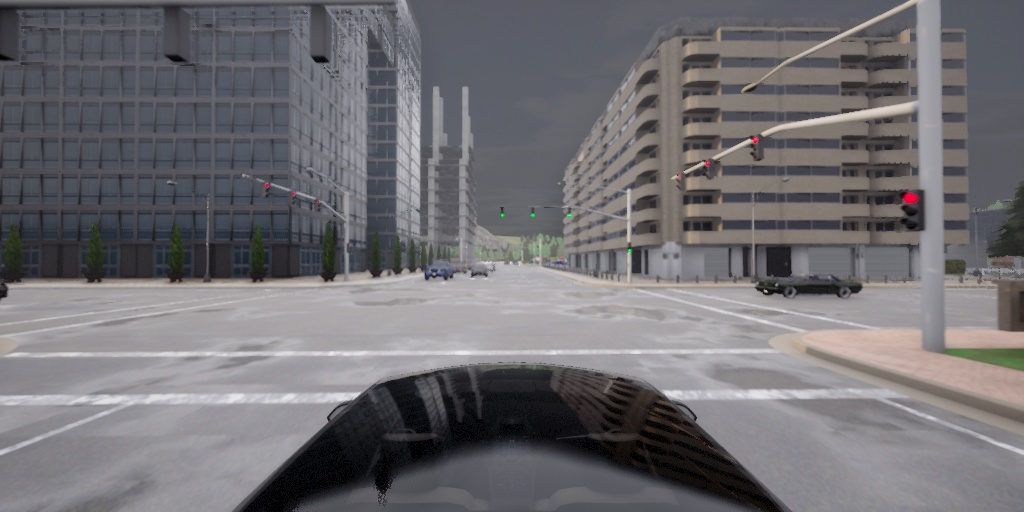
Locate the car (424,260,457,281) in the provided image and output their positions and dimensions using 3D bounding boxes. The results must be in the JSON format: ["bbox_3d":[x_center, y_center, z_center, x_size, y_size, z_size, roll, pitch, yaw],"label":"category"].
[{"bbox_3d":[-7.338,1.395,36.549,2.150,2.045,5.566,0,-1,0],"label":"car"}]

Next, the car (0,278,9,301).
[{"bbox_3d":[-25.693,1.194,15.510,5.566,2.045,2.150,1,-1,-1],"label":"car"}]

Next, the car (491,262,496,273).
[{"bbox_3d":[-3.962,1.955,57.635,1.812,1.442,4.674,0,-1,0],"label":"car"}]

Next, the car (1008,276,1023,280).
[{"bbox_3d":[30.322,1.520,19.899,4.892,1.490,1.837,0,-1,-1],"label":"car"}]

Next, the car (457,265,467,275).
[{"bbox_3d":[-7.420,1.903,50.271,1.994,1.385,4.181,0,-1,0],"label":"car"}]

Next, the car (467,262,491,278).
[{"bbox_3d":[-3.770,1.746,42.195,1.837,1.490,4.892,0,-1,0],"label":"car"}]

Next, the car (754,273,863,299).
[{"bbox_3d":[16.132,1.619,19.725,4.718,1.301,1.895,0,-1,-1],"label":"car"}]
